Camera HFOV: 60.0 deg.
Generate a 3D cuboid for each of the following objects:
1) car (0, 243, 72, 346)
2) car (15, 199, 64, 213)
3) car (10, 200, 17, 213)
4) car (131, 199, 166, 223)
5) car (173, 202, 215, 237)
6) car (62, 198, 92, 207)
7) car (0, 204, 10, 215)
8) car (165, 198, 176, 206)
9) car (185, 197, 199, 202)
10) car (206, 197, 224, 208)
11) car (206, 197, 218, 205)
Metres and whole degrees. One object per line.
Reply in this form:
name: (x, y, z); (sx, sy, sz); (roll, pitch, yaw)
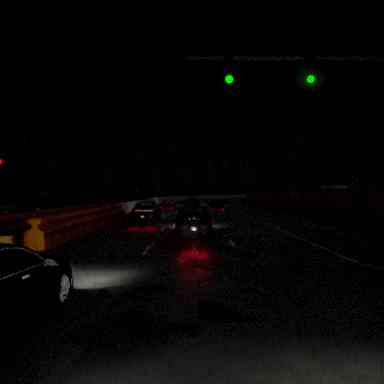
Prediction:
car: (-3.400, 1.505, 5.018); (1.837, 1.490, 4.892); (0, 0, 0)
car: (-14.044, 1.600, 30.956); (1.895, 1.301, 4.718); (0, 0, 0)
car: (-17.516, 1.547, 34.266); (2.033, 1.411, 5.357); (0, 0, 0)
car: (-3.403, 1.491, 25.320); (2.128, 1.511, 4.902); (0, 0, 0)
car: (0.099, 1.505, 18.197); (1.837, 1.490, 4.892); (0, 0, 0)
car: (-14.005, 1.547, 41.617); (2.033, 1.411, 5.357); (0, 0, 0)
car: (-14.091, 1.477, 21.145); (1.882, 1.535, 5.008); (0, 0, 0)
car: (-3.481, 1.601, 50.621); (1.895, 1.301, 4.718); (0, 0, 0)
car: (-0.006, 1.506, 48.735); (1.837, 1.490, 4.892); (0, 0, 0)
car: (3.494, 1.478, 48.047); (1.882, 1.535, 5.008); (0, 0, 0)
car: (3.492, 1.601, 58.497); (1.895, 1.301, 4.718); (0, 0, 0)
